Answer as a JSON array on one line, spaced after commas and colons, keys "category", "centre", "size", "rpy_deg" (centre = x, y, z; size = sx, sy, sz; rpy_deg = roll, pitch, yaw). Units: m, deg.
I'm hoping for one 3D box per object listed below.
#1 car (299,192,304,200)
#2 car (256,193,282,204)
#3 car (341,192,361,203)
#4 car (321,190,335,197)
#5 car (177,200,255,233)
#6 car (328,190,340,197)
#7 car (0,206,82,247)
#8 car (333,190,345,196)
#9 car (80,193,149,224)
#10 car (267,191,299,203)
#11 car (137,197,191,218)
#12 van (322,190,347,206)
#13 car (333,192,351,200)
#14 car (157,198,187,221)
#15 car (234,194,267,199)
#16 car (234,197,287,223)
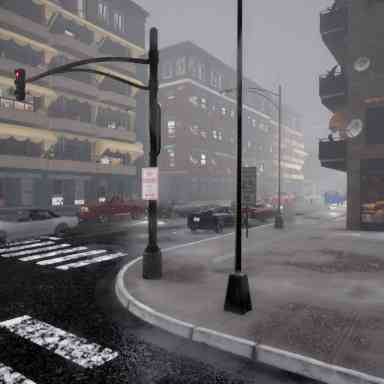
[{"category": "car", "centre": [17.026, 0.720, 54.695], "size": [1.947, 1.339, 4.313], "rpy_deg": [2, 2, 35]}, {"category": "car", "centre": [10.617, 0.881, 45.582], "size": [1.947, 1.339, 4.313], "rpy_deg": [2, 2, 35]}, {"category": "car", "centre": [23.858, 0.764, 49.842], "size": [1.887, 1.381, 4.507], "rpy_deg": [2, 2, 35]}, {"category": "car", "centre": [29.845, 0.379, 72.921], "size": [1.887, 1.381, 4.507], "rpy_deg": [2, 2, 35]}, {"category": "car", "centre": [1.426, 1.348, 17.947], "size": [1.947, 1.339, 4.313], "rpy_deg": [2, 2, 35]}, {"category": "car", "centre": [33.049, 0.337, 77.478], "size": [1.802, 1.307, 4.206], "rpy_deg": [2, 2, 35]}, {"category": "car", "centre": [-7.473, 1.474, 14.653], "size": [1.895, 1.301, 4.718], "rpy_deg": [0, 2, 29]}, {"category": "car", "centre": [36.253, 0.257, 82.034], "size": [1.802, 1.307, 4.206], "rpy_deg": [2, 2, 35]}, {"category": "car", "centre": [-5.403, 1.031, 22.794], "size": [2.192, 1.841, 5.009], "rpy_deg": [2, 2, 35]}, {"category": "car", "centre": [11.516, 0.718, 42.315], "size": [2.097, 1.767, 4.553], "rpy_deg": [1, 1, 35]}, {"category": "car", "centre": [-2.201, 1.181, 27.356], "size": [1.887, 1.381, 4.507], "rpy_deg": [2, 2, 35]}, {"category": "van", "centre": [17.452, 0.721, 40.725], "size": [1.690, 1.788, 3.998], "rpy_deg": [2, 2, 35]}, {"category": "car", "centre": [25.897, 0.696, 57.261], "size": [1.895, 1.301, 4.718], "rpy_deg": [1, 1, 35]}, {"category": "car", "centre": [-1.348, 1.251, 24.083], "size": [1.994, 1.385, 4.181], "rpy_deg": [1, 1, 35]}, {"category": "car", "centre": [5.599, 1.019, 33.951], "size": [1.837, 1.490, 4.892], "rpy_deg": [1, 1, 35]}, {"category": "car", "centre": [4.631, 1.283, 22.504], "size": [1.802, 1.307, 4.206], "rpy_deg": [2, 2, 35]}]
